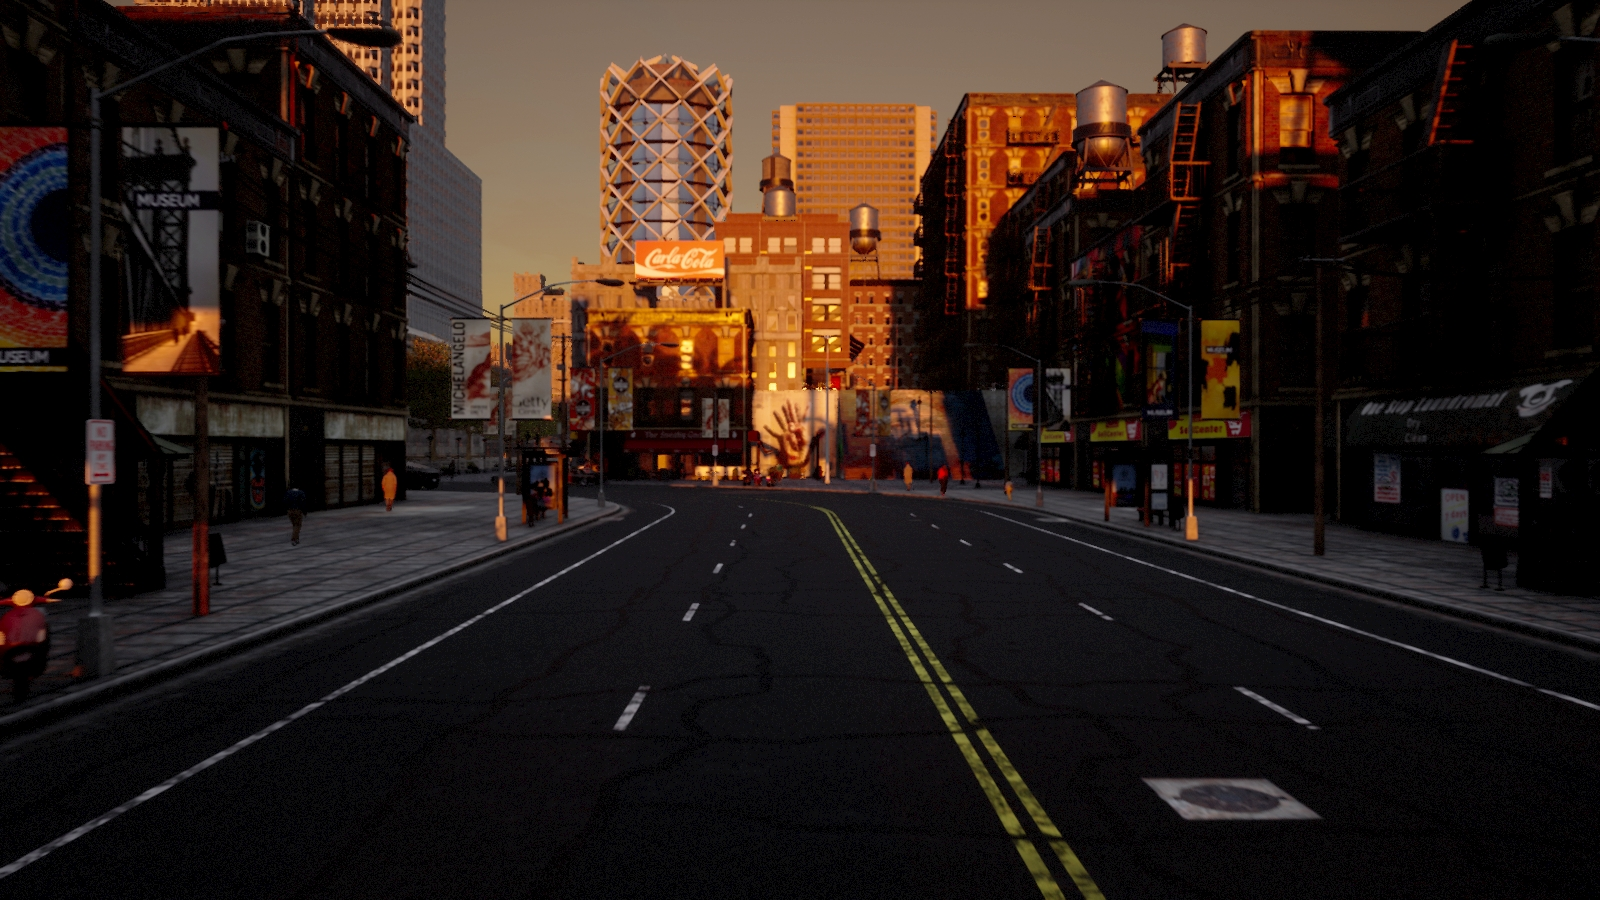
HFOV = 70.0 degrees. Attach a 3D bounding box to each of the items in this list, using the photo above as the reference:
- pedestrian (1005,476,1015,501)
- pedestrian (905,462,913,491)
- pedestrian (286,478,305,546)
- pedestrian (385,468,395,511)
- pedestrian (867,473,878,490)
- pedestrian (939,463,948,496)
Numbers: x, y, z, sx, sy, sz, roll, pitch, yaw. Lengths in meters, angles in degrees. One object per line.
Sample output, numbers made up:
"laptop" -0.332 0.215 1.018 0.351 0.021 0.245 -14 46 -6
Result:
"pedestrian" 10.803 1.974 58.891 0.375 1.300 0.375 0 0 -17
"pedestrian" 6.906 1.693 72.481 0.375 1.860 0.375 0 0 -32
"pedestrian" -13.815 1.695 31.297 0.375 1.860 0.375 0 0 -5
"pedestrian" -17.769 1.694 49.478 0.375 1.860 0.375 0 0 -13
"pedestrian" 4.820 2.073 75.646 0.500 1.100 0.500 0 0 43
"pedestrian" 8.162 1.693 65.095 0.375 1.860 0.375 0 0 -19
